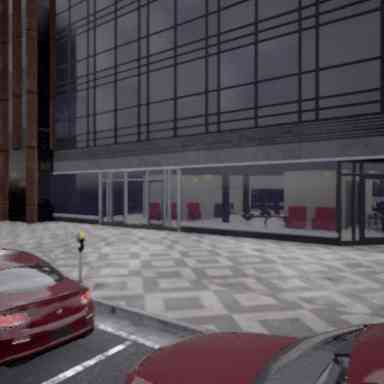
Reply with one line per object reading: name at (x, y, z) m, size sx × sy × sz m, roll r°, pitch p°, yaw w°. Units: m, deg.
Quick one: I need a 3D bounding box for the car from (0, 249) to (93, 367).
car at (-3.305, 1.579, 5.275) m, size 4.206 × 1.307 × 1.802 m, roll 0°, pitch 0°, yaw 35°

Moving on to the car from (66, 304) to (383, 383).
car at (1.309, 1.577, 2.038) m, size 4.206 × 1.307 × 1.802 m, roll 0°, pitch 0°, yaw 35°
